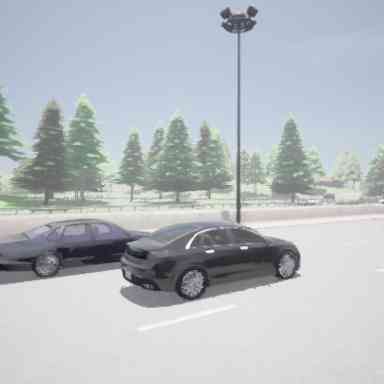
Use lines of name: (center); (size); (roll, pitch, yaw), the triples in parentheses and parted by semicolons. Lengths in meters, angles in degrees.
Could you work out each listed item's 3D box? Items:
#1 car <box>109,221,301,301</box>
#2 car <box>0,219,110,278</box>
car: (0.679, 1.496, 8.323); (4.892, 1.490, 1.837); (0, 0, -34)
car: (-3.115, 1.530, 10.029); (5.357, 1.411, 2.033); (0, 0, -34)
